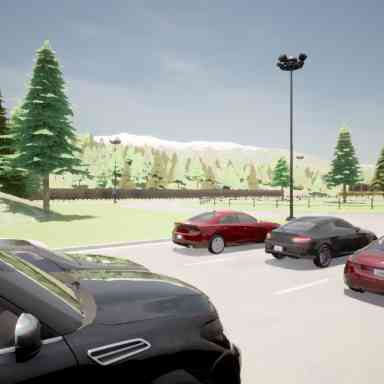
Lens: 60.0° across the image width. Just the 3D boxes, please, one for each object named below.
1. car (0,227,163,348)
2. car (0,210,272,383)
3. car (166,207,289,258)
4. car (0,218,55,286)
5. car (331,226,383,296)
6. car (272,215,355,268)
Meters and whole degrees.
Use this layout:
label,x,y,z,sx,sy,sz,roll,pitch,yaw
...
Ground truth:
label,x,y,z,sx,sy,sz,roll,pitch,yaw
car,-3.329,1.547,5.672,5.357,1.411,2.033,0,0,-36
car,-2.191,1.221,2.176,5.566,2.045,2.150,0,0,-36
car,1.566,1.478,13.517,5.008,1.535,1.882,0,0,-35
car,-6.009,1.526,8.056,4.674,1.442,1.812,0,0,-35
car,5.386,1.564,7.651,4.181,1.385,1.994,0,0,-34
car,4.458,1.526,11.272,4.674,1.442,1.812,0,0,-35
